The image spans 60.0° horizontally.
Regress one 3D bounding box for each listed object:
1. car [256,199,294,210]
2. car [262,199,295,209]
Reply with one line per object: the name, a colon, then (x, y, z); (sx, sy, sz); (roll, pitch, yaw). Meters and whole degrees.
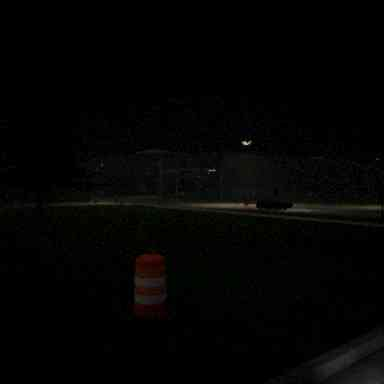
car: (11.198, 1.653, 46.343); (1.882, 1.535, 5.008); (0, -1, -34)
car: (12.889, 1.794, 50.065); (1.895, 1.301, 4.718); (0, 0, -34)
